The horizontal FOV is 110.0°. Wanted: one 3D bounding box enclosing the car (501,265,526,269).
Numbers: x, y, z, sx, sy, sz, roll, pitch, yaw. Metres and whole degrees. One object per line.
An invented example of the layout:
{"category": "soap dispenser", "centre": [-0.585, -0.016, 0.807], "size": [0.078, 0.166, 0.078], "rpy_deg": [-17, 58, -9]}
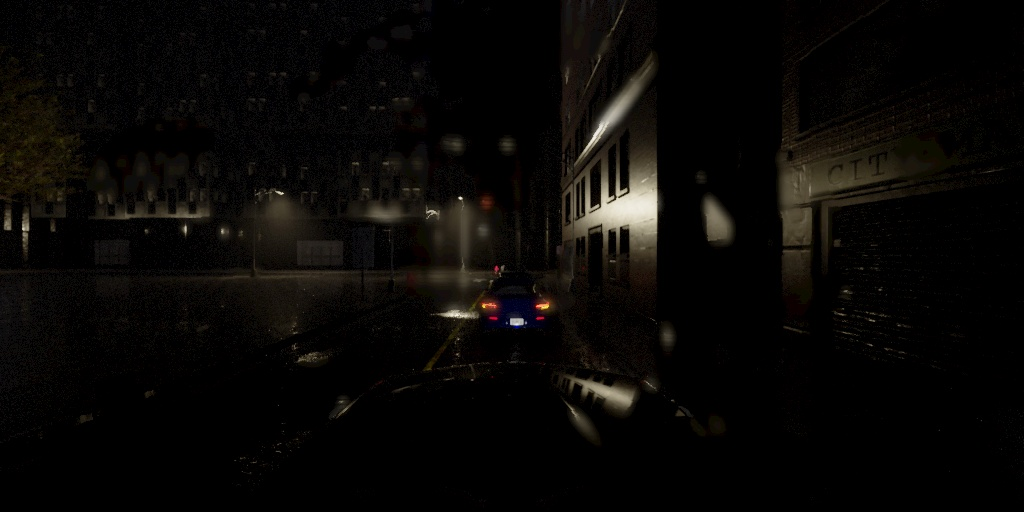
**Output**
{"category": "car", "centre": [0.098, 1.239, 20.278], "size": [2.128, 1.511, 4.902], "rpy_deg": [0, 0, 1]}

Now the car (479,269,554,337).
{"category": "car", "centre": [0.105, 1.275, 10.153], "size": [1.812, 1.442, 4.674], "rpy_deg": [0, 0, 0]}
